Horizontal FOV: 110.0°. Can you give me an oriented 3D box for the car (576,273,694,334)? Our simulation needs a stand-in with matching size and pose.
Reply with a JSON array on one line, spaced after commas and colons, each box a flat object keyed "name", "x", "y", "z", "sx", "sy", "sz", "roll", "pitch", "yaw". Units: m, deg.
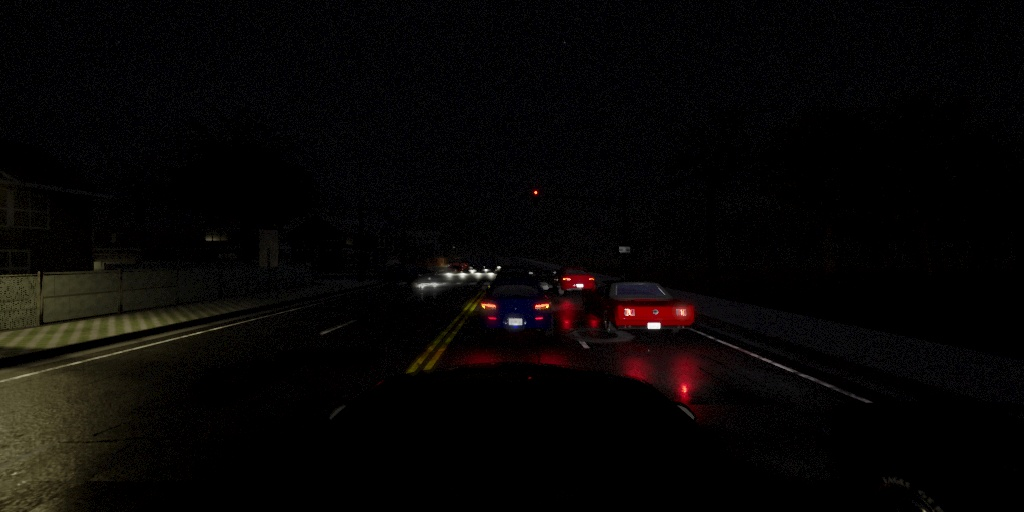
[{"name": "car", "x": 3.342, "y": 1.351, "z": 10.623, "sx": 1.895, "sy": 1.301, "sz": 4.718, "roll": 0, "pitch": 0, "yaw": 0}]

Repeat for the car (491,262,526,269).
[{"name": "car", "x": 0.071, "y": 1.255, "z": 19.404, "sx": 1.837, "sy": 1.490, "sz": 4.892, "roll": 0, "pitch": 0, "yaw": 0}]

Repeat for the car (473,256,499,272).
[{"name": "car", "x": -3.300, "y": 0.962, "z": 46.111, "sx": 2.150, "sy": 2.045, "sz": 5.566, "roll": 0, "pitch": 0, "yaw": 1}]

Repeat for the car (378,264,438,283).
[{"name": "car", "x": -8.247, "y": 1.300, "z": 28.015, "sx": 5.357, "sy": 1.411, "sz": 2.033, "roll": 0, "pitch": 0, "yaw": 35}]

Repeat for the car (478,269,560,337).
[{"name": "car", "x": 0.090, "y": 1.276, "z": 10.143, "sx": 1.812, "sy": 1.442, "sz": 4.674, "roll": 0, "pitch": 0, "yaw": 0}]

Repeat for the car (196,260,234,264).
[{"name": "car", "x": -24.585, "y": 1.140, "z": 30.468, "sx": 4.553, "sy": 1.767, "sz": 2.097, "roll": 0, "pitch": 0, "yaw": 0}]

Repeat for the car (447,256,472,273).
[{"name": "car", "x": -6.562, "y": 1.094, "z": 43.992, "sx": 2.097, "sy": 1.767, "sz": 4.553, "roll": 0, "pitch": 0, "yaw": 0}]

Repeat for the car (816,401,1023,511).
[{"name": "car", "x": 3.348, "y": 1.351, "z": 0.671, "sx": 1.895, "sy": 1.301, "sz": 4.718, "roll": 0, "pitch": 0, "yaw": 0}]

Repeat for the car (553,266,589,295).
[{"name": "car", "x": 3.324, "y": 1.276, "z": 19.731, "sx": 1.812, "sy": 1.442, "sz": 4.674, "roll": 0, "pitch": 0, "yaw": 0}]
